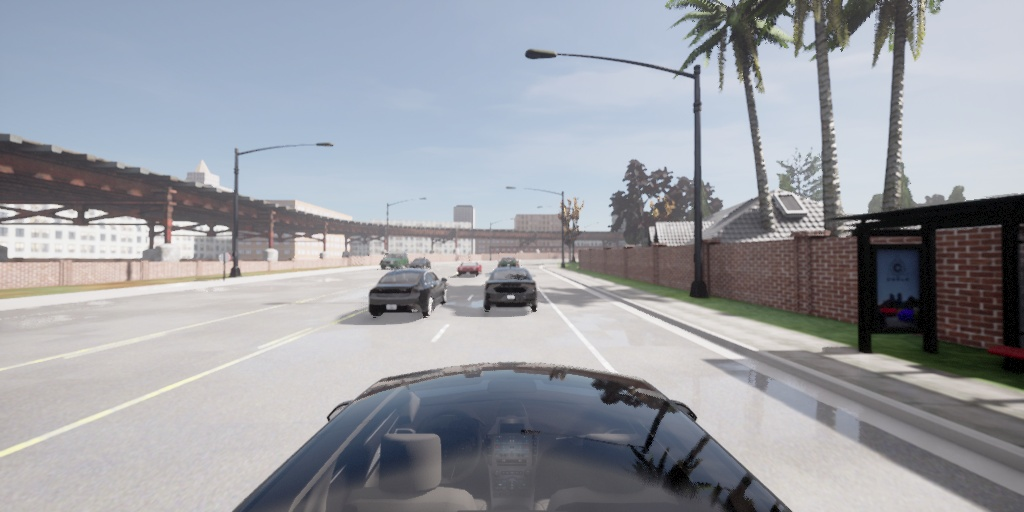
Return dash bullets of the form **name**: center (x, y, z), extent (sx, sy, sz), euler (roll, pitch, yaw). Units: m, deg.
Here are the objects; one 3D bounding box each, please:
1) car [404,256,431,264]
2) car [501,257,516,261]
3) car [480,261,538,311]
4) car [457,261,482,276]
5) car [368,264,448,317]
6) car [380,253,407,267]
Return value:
- **car**: center (-11.036, 0.961, 43.297), extent (1.837, 1.490, 4.892), euler (0, 0, 0)
- **car**: center (-0.339, 0.866, 35.990), extent (2.097, 1.767, 4.553), euler (0, 0, -1)
- **car**: center (-0.063, 1.173, 14.286), extent (1.882, 1.535, 5.008), euler (0, 1, -1)
- **car**: center (-3.800, 1.143, 32.948), extent (1.895, 1.301, 4.718), euler (0, 1, -1)
- **car**: center (-3.549, 1.213, 12.928), extent (1.837, 1.490, 4.892), euler (0, 1, 0)
- **car**: center (-14.552, 0.665, 44.770), extent (2.150, 2.045, 5.566), euler (0, 1, 1)
